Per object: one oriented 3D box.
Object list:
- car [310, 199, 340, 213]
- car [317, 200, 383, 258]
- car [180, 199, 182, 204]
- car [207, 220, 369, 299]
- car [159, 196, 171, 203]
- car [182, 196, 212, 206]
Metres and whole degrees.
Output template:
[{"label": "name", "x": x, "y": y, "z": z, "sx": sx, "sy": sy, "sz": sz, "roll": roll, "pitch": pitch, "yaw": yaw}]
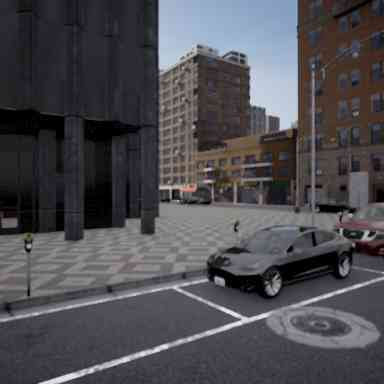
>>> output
[{"label": "car", "x": 13.882, "y": 1.412, "z": 32.095, "sx": 1.882, "sy": 1.535, "sz": 5.008, "roll": 0, "pitch": 0, "yaw": -35}, {"label": "car", "x": 6.963, "y": 1.305, "z": 11.741, "sx": 5.009, "sy": 1.841, "sz": 2.192, "roll": 0, "pitch": 0, "yaw": -36}, {"label": "car", "x": -0.356, "y": 1.406, "z": 58.234, "sx": 2.128, "sy": 1.511, "sz": 4.902, "roll": 0, "pitch": 0, "yaw": -34}, {"label": "car", "x": 2.373, "y": 1.560, "z": 8.463, "sx": 4.313, "sy": 1.339, "sz": 1.947, "roll": 0, "pitch": 0, "yaw": -36}, {"label": "car", "x": -6.205, "y": 1.487, "z": 66.602, "sx": 1.895, "sy": 1.301, "sz": 4.718, "roll": 0, "pitch": 0, "yaw": -35}, {"label": "car", "x": 0.931, "y": 1.531, "z": 50.858, "sx": 1.895, "sy": 1.301, "sz": 4.718, "roll": 0, "pitch": 0, "yaw": -34}]
